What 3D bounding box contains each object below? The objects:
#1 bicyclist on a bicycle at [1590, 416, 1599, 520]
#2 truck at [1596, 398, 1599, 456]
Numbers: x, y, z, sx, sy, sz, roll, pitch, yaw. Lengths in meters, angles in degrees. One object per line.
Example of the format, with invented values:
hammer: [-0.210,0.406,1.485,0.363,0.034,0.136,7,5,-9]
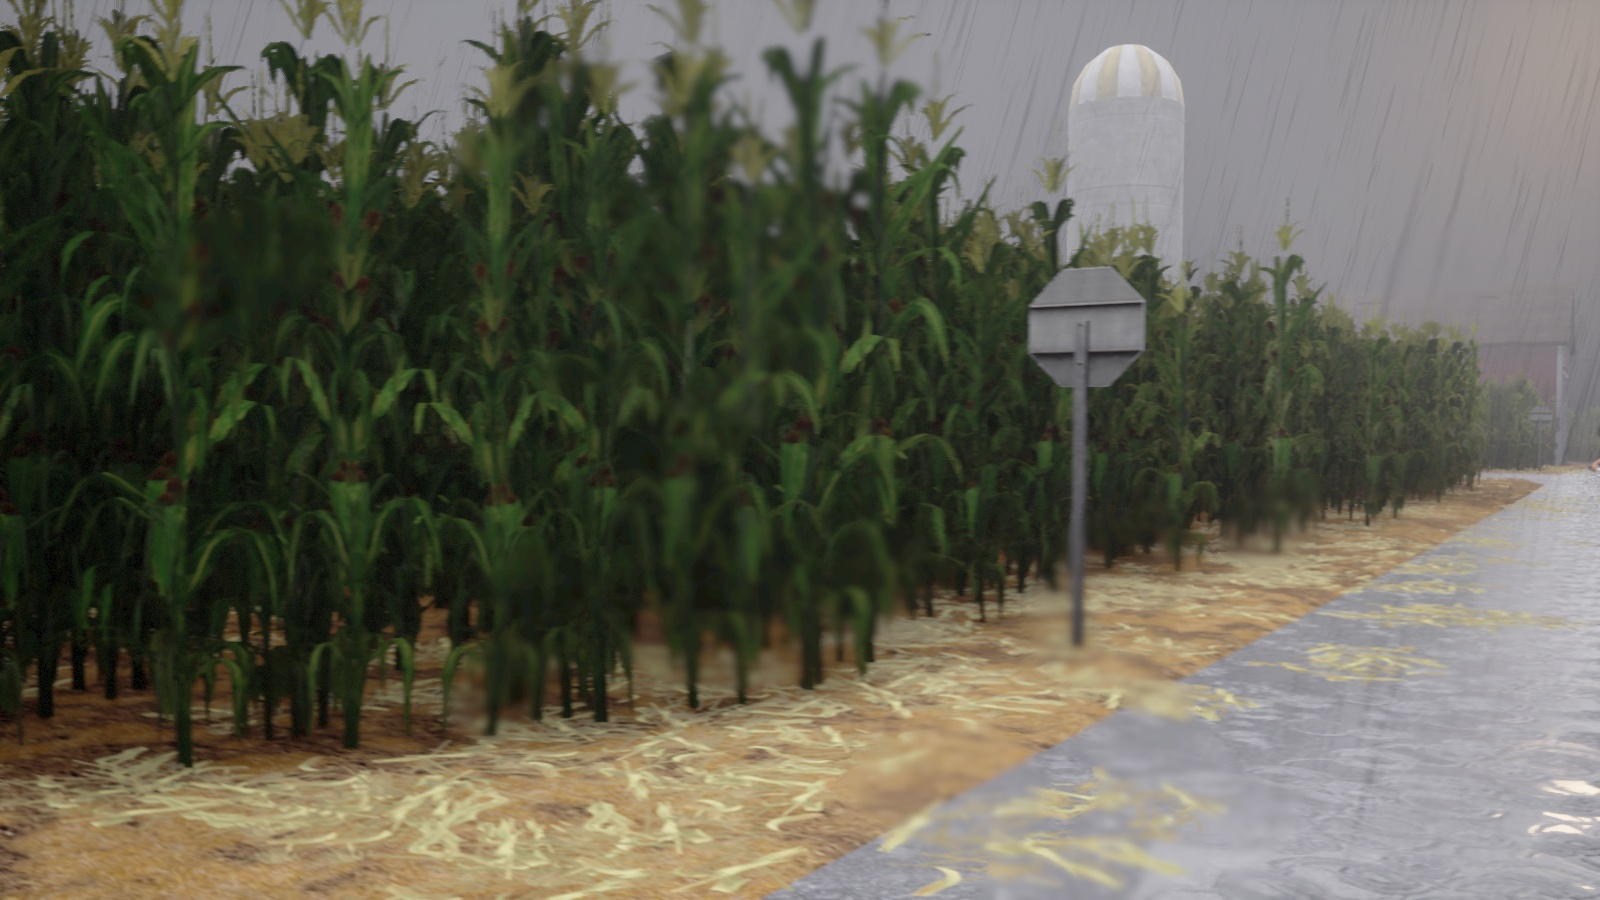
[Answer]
bicyclist on a bicycle: [13.018,0.264,19.839,0.866,1.612,1.509,0,1,34]
truck: [36.498,-0.983,55.008,2.627,2.467,5.204,0,0,34]
